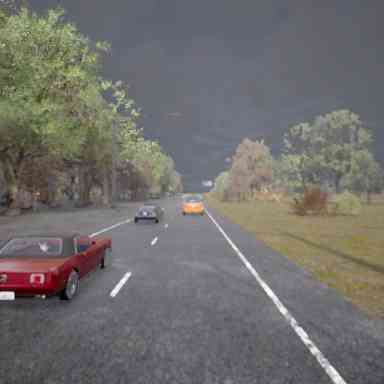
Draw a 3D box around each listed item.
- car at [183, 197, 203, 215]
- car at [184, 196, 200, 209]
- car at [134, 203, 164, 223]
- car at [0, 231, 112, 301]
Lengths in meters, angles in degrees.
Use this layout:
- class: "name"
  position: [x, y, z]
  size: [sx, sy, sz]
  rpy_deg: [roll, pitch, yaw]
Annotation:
- class: "car"
  position: [0.112, 1.436, 35.357]
  size: [2.097, 1.767, 4.553]
  rpy_deg: [0, 0, 0]
- class: "car"
  position: [0.050, 1.462, 47.121]
  size: [2.097, 1.767, 4.553]
  rpy_deg: [0, 0, 0]
- class: "car"
  position: [-3.336, 1.608, 26.349]
  size: [2.033, 1.411, 5.357]
  rpy_deg: [0, 0, 1]
- class: "car"
  position: [-3.400, 1.620, 8.315]
  size: [1.895, 1.301, 4.718]
  rpy_deg: [0, 0, 0]
